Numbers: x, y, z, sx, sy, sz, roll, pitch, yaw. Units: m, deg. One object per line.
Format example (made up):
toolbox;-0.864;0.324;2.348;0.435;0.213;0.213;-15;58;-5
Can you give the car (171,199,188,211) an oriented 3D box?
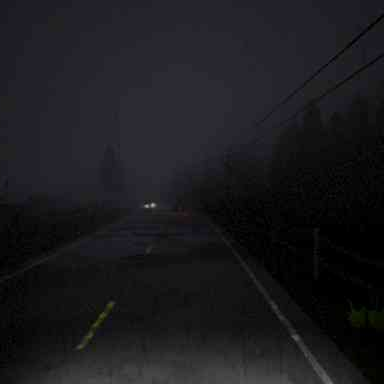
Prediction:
car;-1.530;1.495;39.215;1.895;1.301;4.718;0;0;-5

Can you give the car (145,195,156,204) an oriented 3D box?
car;-7.515;1.331;59.517;2.128;1.511;4.902;0;0;-9
